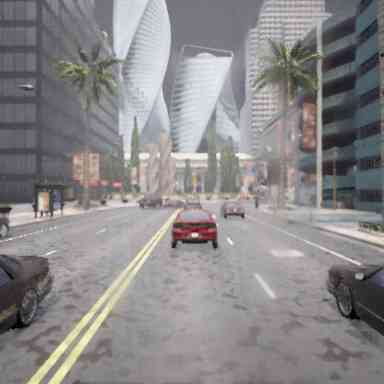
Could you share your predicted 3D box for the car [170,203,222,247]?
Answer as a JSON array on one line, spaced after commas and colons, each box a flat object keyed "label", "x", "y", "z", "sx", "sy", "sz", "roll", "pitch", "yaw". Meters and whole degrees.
[{"label": "car", "x": 0.103, "y": 1.499, "z": 15.145, "sx": 1.882, "sy": 1.535, "sz": 5.008, "roll": 0, "pitch": 0, "yaw": 0}]

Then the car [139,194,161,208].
[{"label": "car", "x": -5.931, "y": 1.294, "z": 48.807, "sx": 2.150, "sy": 2.045, "sz": 5.566, "roll": 0, "pitch": -1, "yaw": 12}]

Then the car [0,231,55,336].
[{"label": "car", "x": -3.599, "y": 1.554, "z": 4.215, "sx": 2.033, "sy": 1.411, "sz": 5.357, "roll": 0, "pitch": 0, "yaw": 0}]

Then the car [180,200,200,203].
[{"label": "car", "x": 0.123, "y": 1.542, "z": 35.414, "sx": 2.128, "sy": 1.511, "sz": 4.902, "roll": 0, "pitch": 0, "yaw": 0}]

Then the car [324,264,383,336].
[{"label": "car", "x": 3.599, "y": 1.554, "z": 4.286, "sx": 2.033, "sy": 1.411, "sz": 5.357, "roll": 0, "pitch": 0, "yaw": 0}]

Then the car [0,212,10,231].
[{"label": "car", "x": -10.083, "y": 1.502, "z": 14.867, "sx": 2.231, "sy": 1.521, "sz": 4.892, "roll": 0, "pitch": 0, "yaw": 0}]

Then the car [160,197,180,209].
[{"label": "car", "x": -2.624, "y": 1.631, "z": 47.243, "sx": 1.994, "sy": 1.385, "sz": 4.181, "roll": 0, "pitch": 0, "yaw": 11}]

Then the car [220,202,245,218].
[{"label": "car", "x": 3.607, "y": 1.590, "z": 30.309, "sx": 2.033, "sy": 1.411, "sz": 5.357, "roll": 0, "pitch": 0, "yaw": 0}]
